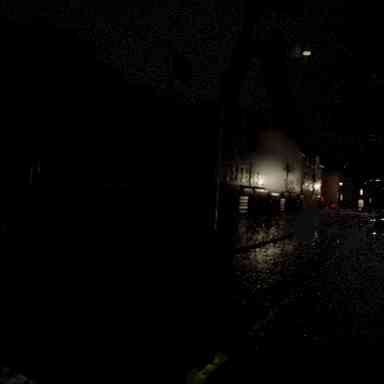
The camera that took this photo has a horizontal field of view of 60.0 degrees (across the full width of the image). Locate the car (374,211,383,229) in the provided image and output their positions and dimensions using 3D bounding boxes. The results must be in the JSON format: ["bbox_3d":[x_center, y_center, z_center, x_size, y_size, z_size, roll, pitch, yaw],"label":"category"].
[{"bbox_3d":[18.819,2.793,32.223,2.128,1.511,4.902,3,0,30],"label":"car"}]

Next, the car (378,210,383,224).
[{"bbox_3d":[24.998,3.206,42.569,1.882,1.535,5.008,3,0,32],"label":"car"}]
